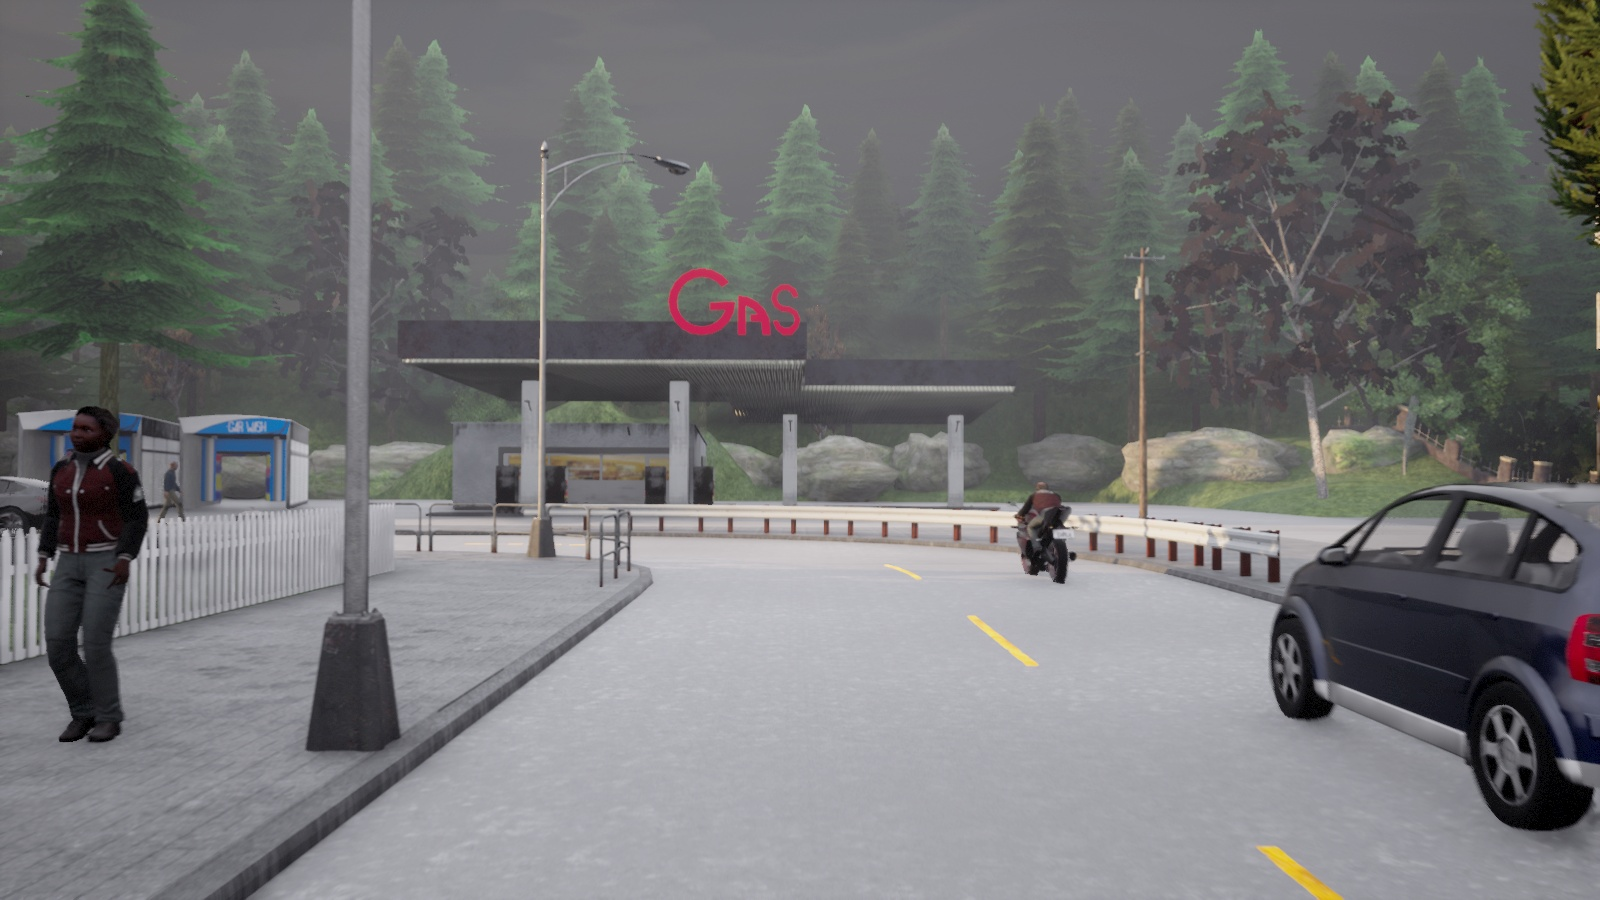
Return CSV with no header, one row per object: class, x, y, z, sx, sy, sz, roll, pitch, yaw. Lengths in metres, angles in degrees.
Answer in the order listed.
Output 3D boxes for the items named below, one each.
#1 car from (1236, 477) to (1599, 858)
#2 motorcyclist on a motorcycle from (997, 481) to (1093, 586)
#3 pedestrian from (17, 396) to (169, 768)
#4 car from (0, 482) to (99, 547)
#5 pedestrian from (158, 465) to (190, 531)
car,3.984,0.933,7.019,1.789,1.549,3.705,0,-1,0
motorcyclist on a motorcycle,3.777,1.256,19.580,0.866,1.530,2.191,-1,-1,-5
pedestrian,-3.862,0.693,6.893,0.402,1.930,0.666,0,-1,6
car,-20.004,1.545,30.451,4.792,1.488,2.163,0,-1,0
pedestrian,-17.729,1.354,35.568,0.726,1.842,0.402,0,-1,-17
